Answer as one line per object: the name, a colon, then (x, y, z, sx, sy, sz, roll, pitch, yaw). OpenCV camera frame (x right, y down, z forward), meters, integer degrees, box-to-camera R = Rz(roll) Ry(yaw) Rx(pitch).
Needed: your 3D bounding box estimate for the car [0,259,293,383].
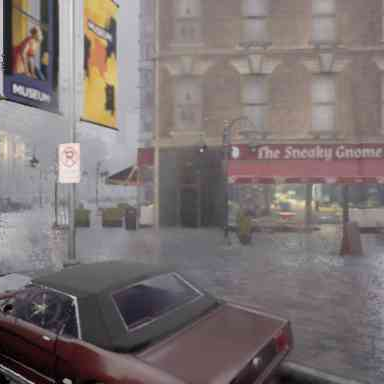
car: (-1.333, 1.574, 4.227, 4.718, 1.301, 1.895, 0, 0, 34)
